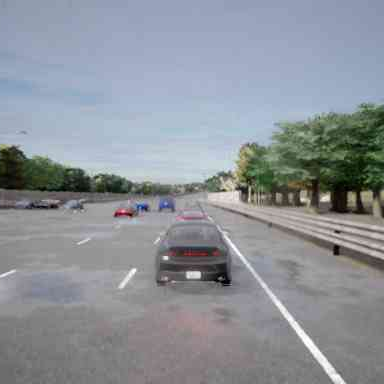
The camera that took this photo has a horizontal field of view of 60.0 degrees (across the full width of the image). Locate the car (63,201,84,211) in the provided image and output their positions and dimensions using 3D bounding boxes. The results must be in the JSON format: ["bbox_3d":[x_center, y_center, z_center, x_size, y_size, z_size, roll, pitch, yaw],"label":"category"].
[{"bbox_3d":[-17.730,2.014,49.742,1.812,1.442,4.674,0,-1,-1],"label":"car"}]

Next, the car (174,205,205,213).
[{"bbox_3d":[0.060,1.721,20.201,1.812,1.442,4.674,0,-1,0],"label":"car"}]

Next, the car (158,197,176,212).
[{"bbox_3d":[-3.552,1.768,47.512,2.150,2.045,5.566,0,-1,-1],"label":"car"}]

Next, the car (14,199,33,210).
[{"bbox_3d":[-24.733,1.799,50.048,2.097,1.767,4.553,0,-1,-1],"label":"car"}]

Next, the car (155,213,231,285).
[{"bbox_3d":[0.038,1.581,9.675,1.837,1.490,4.892,0,0,0],"label":"car"}]

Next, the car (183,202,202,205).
[{"bbox_3d":[0.045,1.798,27.676,1.837,1.490,4.892,0,-1,0],"label":"car"}]

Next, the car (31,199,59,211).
[{"bbox_3d":[-21.209,2.051,48.706,1.895,1.301,4.718,0,-1,-1],"label":"car"}]

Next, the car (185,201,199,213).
[{"bbox_3d":[-0.057,2.095,47.311,1.812,1.442,4.674,0,-1,-2],"label":"car"}]

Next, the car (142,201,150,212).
[{"bbox_3d":[-7.045,1.997,47.007,1.882,1.535,5.008,0,-1,-1],"label":"car"}]

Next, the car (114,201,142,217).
[{"bbox_3d":[-6.905,1.917,35.340,1.994,1.385,4.181,0,-1,0],"label":"car"}]
